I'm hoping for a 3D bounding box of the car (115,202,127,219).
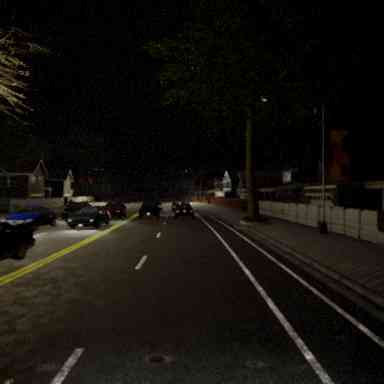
[{"bbox_3d":[-7.290,1.709,31.309,1.882,1.535,5.008,0,0,-3],"label":"car"}]

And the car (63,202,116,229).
[{"bbox_3d":[-6.991,1.684,23.191,2.033,1.411,5.357,0,0,-2],"label":"car"}]

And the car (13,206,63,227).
[{"bbox_3d":[-10.185,1.642,21.258,1.812,1.442,4.674,0,-1,-2],"label":"car"}]

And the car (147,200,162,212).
[{"bbox_3d":[-5.057,1.854,45.286,1.994,1.385,4.181,0,0,-4],"label":"car"}]

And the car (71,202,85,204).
[{"bbox_3d":[-10.535,1.662,31.116,1.882,1.535,5.008,0,0,-3],"label":"car"}]

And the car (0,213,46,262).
[{"bbox_3d":[-6.657,1.600,10.025,2.033,1.411,5.357,0,0,-1],"label":"car"}]

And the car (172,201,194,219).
[{"bbox_3d":[-0.794,1.760,32.081,2.033,1.411,5.357,0,0,-3],"label":"car"}]

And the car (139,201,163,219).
[{"bbox_3d":[-4.033,1.706,31.883,1.837,1.490,4.892,0,-1,-4],"label":"car"}]

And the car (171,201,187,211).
[{"bbox_3d":[-1.828,1.902,45.701,1.895,1.301,4.718,0,0,-5],"label":"car"}]
